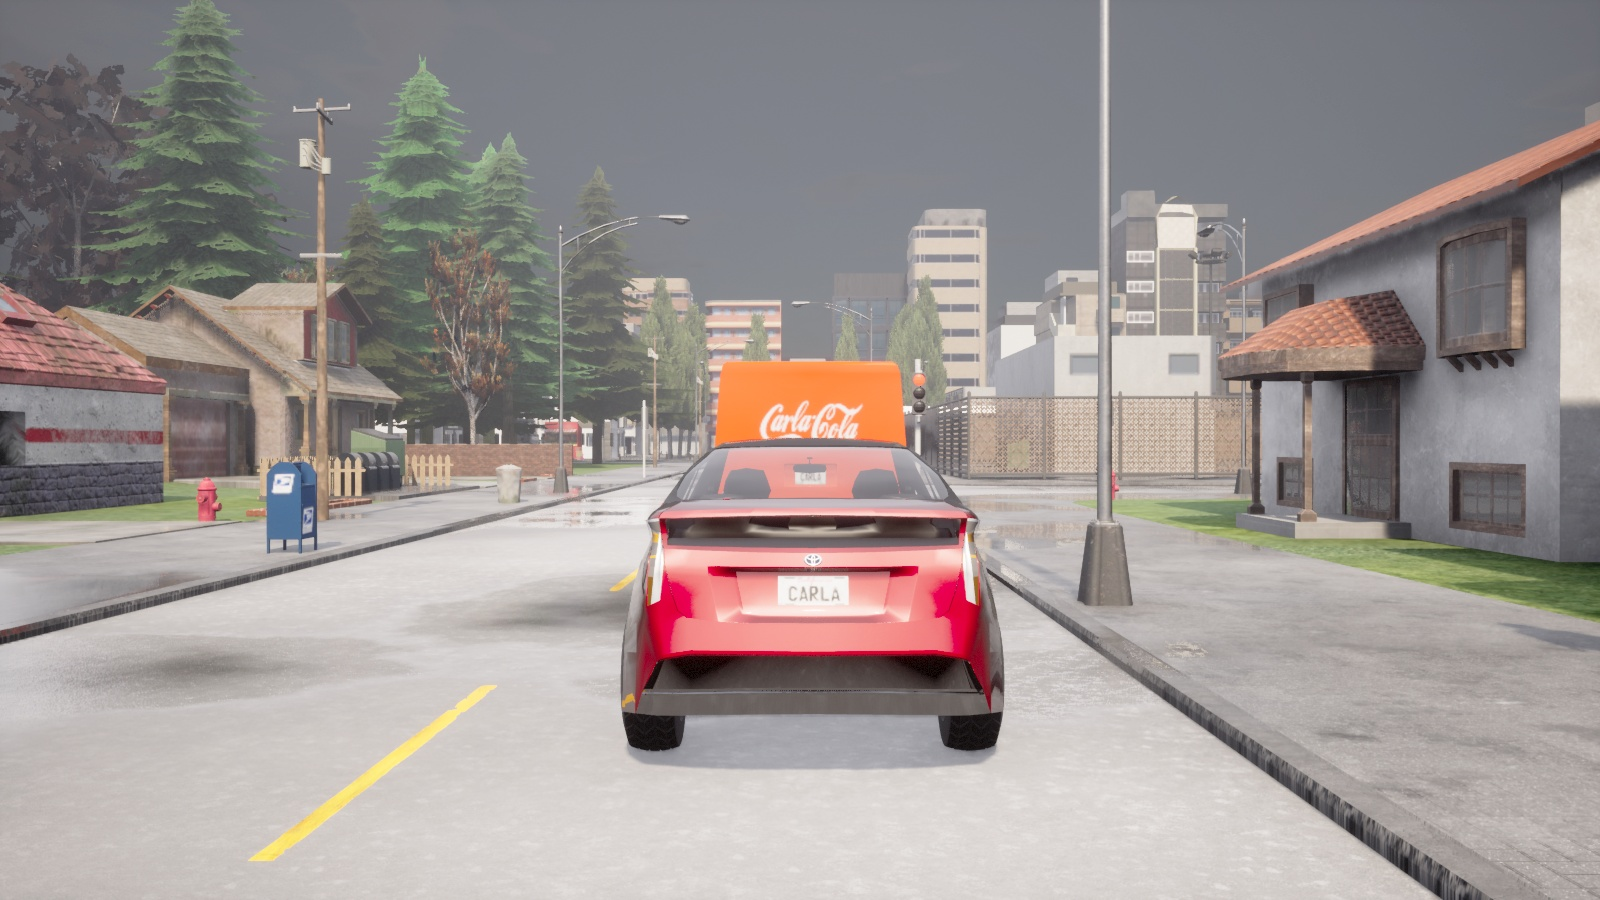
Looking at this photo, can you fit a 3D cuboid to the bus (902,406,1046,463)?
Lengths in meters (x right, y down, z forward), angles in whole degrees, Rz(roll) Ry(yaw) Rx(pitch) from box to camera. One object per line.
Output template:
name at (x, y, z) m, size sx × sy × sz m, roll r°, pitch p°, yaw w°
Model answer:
bus at (12.958, -1.152, 94.425) m, size 10.273 × 4.253 × 3.944 m, roll 0°, pitch 0°, yaw 0°

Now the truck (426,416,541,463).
truck at (-23.756, -0.788, 94.488) m, size 7.936 × 3.462 × 2.891 m, roll 0°, pitch 0°, yaw 2°

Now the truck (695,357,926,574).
truck at (0.118, 0.164, 16.898) m, size 2.627 × 2.467 × 5.204 m, roll 0°, pitch 0°, yaw 0°

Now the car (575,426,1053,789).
car at (0.061, 0.651, 7.533) m, size 2.007 × 1.525 × 4.514 m, roll 0°, pitch 0°, yaw 0°
